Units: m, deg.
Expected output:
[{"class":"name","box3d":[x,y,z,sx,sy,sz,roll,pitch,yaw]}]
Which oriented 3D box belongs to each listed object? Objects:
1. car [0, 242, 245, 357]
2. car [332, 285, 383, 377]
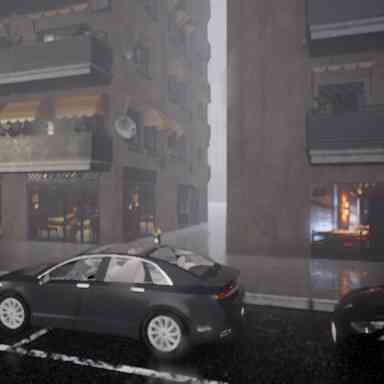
[{"class":"car","box3d":[-1.335,1.550,5.622,4.403,1.369,2.008,0,0,17]},{"class":"car","box3d":[4.047,1.565,3.967,4.313,1.339,1.947,0,0,17]}]
